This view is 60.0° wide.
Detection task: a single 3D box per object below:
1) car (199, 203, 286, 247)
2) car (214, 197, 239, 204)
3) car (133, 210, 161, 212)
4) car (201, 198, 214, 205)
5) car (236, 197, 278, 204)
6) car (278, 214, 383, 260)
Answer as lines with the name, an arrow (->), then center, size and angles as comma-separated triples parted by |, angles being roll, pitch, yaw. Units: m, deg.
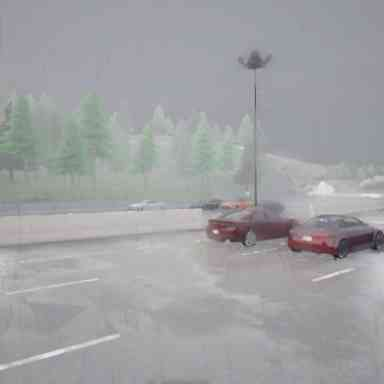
car -> 2.892, 1.452, 14.900 | 5.008, 1.535, 1.882 | 0, 0, -38
car -> 4.921, 1.304, 35.200 | 4.553, 1.767, 2.097 | 0, 0, -43
car -> -4.762, 1.509, 36.053 | 4.674, 1.442, 1.812 | 0, 0, -40
car -> 1.941, 1.465, 37.232 | 4.892, 1.490, 1.837 | 0, 0, -42
car -> 7.052, 1.487, 32.410 | 5.357, 1.411, 2.033 | 0, 0, -43
car -> 5.463, 1.530, 12.494 | 4.181, 1.385, 1.994 | 0, 0, -38
